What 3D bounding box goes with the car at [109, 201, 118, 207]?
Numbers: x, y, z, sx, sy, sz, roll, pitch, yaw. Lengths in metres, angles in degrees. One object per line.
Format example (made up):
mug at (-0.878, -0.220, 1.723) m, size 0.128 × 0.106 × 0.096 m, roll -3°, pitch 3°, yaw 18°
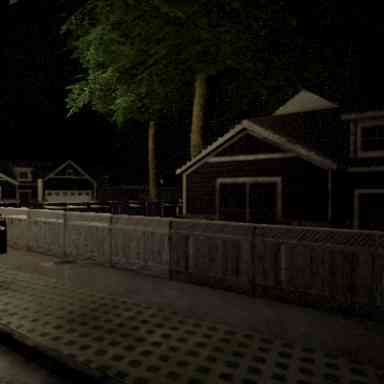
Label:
car at (-6.956, 1.554, 30.974) m, size 5.357 × 1.411 × 2.033 m, roll 1°, pitch 0°, yaw -40°
